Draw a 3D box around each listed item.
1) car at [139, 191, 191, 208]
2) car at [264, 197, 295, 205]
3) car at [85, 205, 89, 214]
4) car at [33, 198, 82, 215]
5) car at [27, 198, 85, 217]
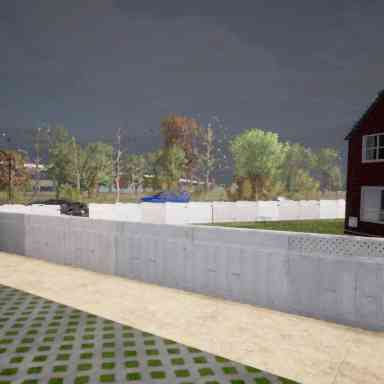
[{"bbox_3d":[-2.874,0.909,35.245,5.566,2.045,2.150,0,2,-18],"label":"car"},{"bbox_3d":[9.875,1.205,39.512,4.718,1.301,1.895,0,2,-18],"label":"car"},{"bbox_3d":[-11.398,1.351,28.760,5.008,1.535,1.882,-1,2,-19],"label":"car"},{"bbox_3d":[-12.812,1.323,31.924,4.181,1.385,1.994,0,2,-18],"label":"car"},{"bbox_3d":[-11.021,1.466,25.462,5.008,1.535,1.882,-1,2,-18],"label":"car"}]
